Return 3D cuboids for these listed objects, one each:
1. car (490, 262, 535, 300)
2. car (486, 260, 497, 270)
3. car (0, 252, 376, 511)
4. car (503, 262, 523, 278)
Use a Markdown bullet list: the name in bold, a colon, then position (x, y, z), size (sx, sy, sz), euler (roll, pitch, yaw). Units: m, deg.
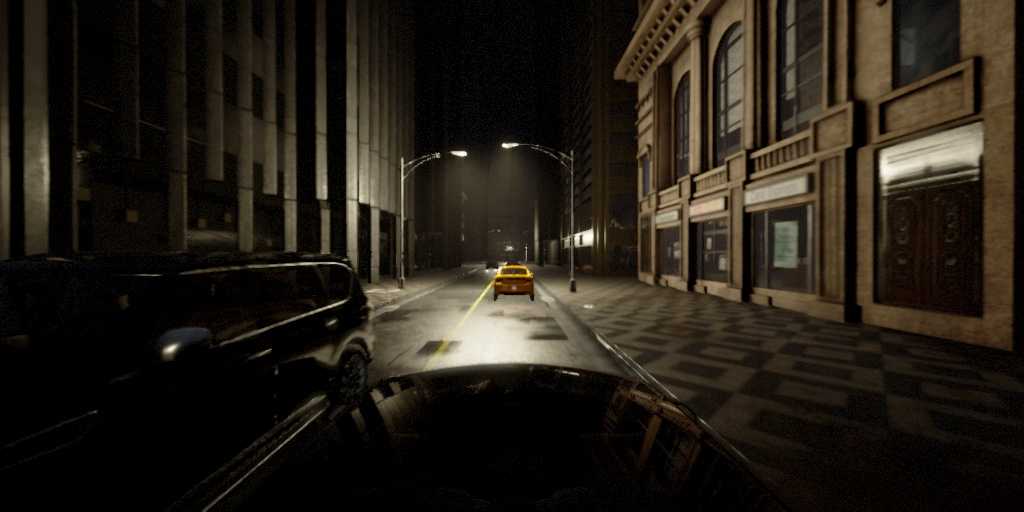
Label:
- **car**: position (0.089, 1.236, 17.978), size (1.882, 1.535, 5.008), euler (0, 0, 0)
- **car**: position (-3.019, 1.390, 55.538), size (2.033, 1.411, 5.357), euler (0, 0, 0)
- **car**: position (-3.000, 0.973, 2.880), size (2.150, 2.045, 5.566), euler (0, 0, 0)
- **car**: position (0.084, 1.315, 35.741), size (1.812, 1.442, 4.674), euler (0, 0, 0)
